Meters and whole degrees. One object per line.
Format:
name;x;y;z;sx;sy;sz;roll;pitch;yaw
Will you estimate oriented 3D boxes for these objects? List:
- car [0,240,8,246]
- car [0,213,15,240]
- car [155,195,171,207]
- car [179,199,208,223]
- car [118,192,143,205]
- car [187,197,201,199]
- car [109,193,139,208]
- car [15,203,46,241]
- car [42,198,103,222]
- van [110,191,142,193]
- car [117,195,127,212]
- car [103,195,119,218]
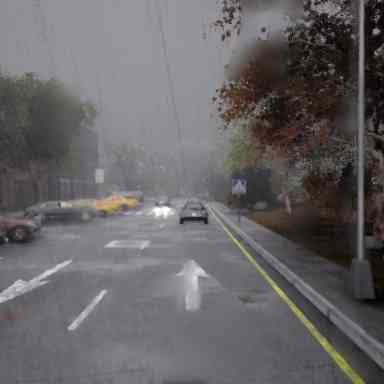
car;-4.005;1.528;2.640;2.033;1.411;5.357;0;0;0
car;-9.140;1.436;11.590;4.792;1.488;2.163;-1;0;-20
car;-3.847;1.149;44.615;2.128;1.511;4.902;0;1;0
car;0.136;1.417;23.723;1.994;1.385;4.181;0;0;0
car;-9.119;1.198;41.601;5.008;1.535;2.097;-1;1;-20
car;0.240;1.283;41.314;1.994;1.385;4.181;0;1;0
car;-9.272;1.246;38.533;5.366;1.575;1.946;-1;1;-20
car;-9.154;1.429;14.581;4.674;1.452;2.002;-1;0;-20
car;-9.124;1.340;23.581;4.892;1.521;2.231;-1;0;-20
van;-9.238;0.919;44.544;4.442;1.987;1.878;-1;1;-20
car;-8.928;1.299;29.647;5.366;1.575;1.946;-1;0;-20
car;-8.934;1.316;26.645;5.366;1.575;1.946;-1;0;-20
